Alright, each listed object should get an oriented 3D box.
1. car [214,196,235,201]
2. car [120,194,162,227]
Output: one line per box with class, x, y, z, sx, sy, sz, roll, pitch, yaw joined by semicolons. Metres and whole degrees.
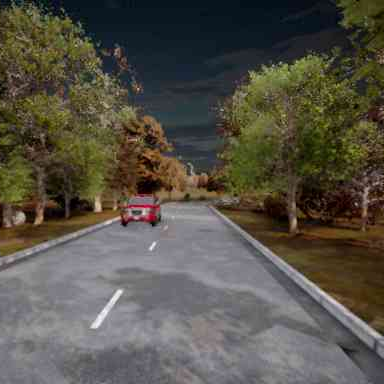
car;6.474;1.396;65.171;4.674;1.442;1.812;1;2;-17
car;-3.339;1.195;22.806;2.150;2.045;5.566;0;0;0
